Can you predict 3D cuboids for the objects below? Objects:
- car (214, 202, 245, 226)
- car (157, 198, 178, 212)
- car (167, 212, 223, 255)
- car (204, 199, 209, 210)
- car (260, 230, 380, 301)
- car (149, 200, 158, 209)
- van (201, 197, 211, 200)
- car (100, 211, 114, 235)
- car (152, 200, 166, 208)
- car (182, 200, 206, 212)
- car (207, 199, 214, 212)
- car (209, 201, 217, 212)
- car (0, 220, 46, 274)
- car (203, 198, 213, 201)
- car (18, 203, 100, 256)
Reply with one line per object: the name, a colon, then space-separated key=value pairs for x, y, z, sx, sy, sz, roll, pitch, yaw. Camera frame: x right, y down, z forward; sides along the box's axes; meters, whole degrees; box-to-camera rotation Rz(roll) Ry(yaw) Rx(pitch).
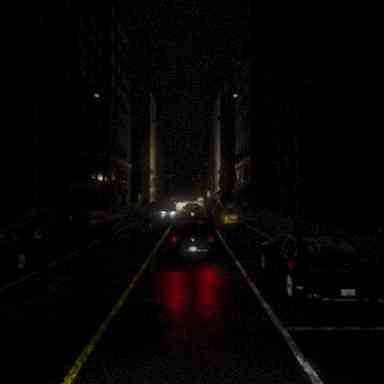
car: x=2.852 y=1.722 z=24.775 sx=1.752 sy=1.417 sz=4.829 roll=0 pitch=0 yaw=0
car: x=-3.098 y=1.920 z=44.197 sx=1.994 sy=1.385 sz=4.181 roll=0 pitch=0 yaw=0
car: x=0.059 y=1.710 z=13.830 sx=1.895 sy=1.301 sz=4.718 roll=0 pitch=0 yaw=0
car: x=2.850 y=1.894 z=40.950 sx=1.947 sy=1.339 sz=4.313 roll=0 pitch=0 yaw=0
car: x=2.854 y=1.615 z=8.260 sx=2.008 sy=1.369 sz=4.403 roll=0 pitch=0 yaw=0
car: x=-5.676 y=2.001 z=51.834 sx=1.802 sy=1.307 sz=4.206 roll=0 pitch=0 yaw=0
van: x=2.848 y=1.805 z=57.297 sx=1.690 sy=1.788 sz=3.998 roll=0 pitch=0 yaw=0
car: x=-5.672 y=1.675 z=18.959 sx=1.752 sy=1.417 sz=4.829 roll=0 pitch=0 yaw=0
car: x=-5.677 y=2.030 z=57.285 sx=1.947 sy=1.339 sz=4.313 roll=0 pitch=0 yaw=0
car: x=0.068 y=1.775 z=31.298 sx=1.812 sy=1.442 sz=4.674 roll=0 pitch=0 yaw=0
car: x=2.850 y=1.811 z=35.672 sx=1.752 sy=1.417 sz=4.829 roll=0 pitch=0 yaw=0
car: x=2.851 y=1.790 z=30.054 sx=2.008 sy=1.369 sz=4.403 roll=0 pitch=0 yaw=0
car: x=-5.671 y=1.615 z=8.228 sx=2.008 sy=1.369 sz=4.403 roll=0 pitch=0 yaw=0
car: x=2.850 y=1.940 z=46.398 sx=1.947 sy=1.339 sz=4.313 roll=0 pitch=0 yaw=0
car: x=-5.672 y=1.423 z=13.680 sx=2.192 sy=1.841 sz=5.009 roll=0 pitch=0 yaw=0
